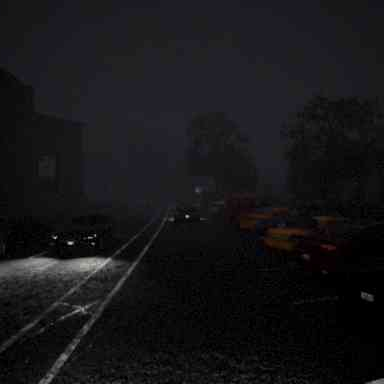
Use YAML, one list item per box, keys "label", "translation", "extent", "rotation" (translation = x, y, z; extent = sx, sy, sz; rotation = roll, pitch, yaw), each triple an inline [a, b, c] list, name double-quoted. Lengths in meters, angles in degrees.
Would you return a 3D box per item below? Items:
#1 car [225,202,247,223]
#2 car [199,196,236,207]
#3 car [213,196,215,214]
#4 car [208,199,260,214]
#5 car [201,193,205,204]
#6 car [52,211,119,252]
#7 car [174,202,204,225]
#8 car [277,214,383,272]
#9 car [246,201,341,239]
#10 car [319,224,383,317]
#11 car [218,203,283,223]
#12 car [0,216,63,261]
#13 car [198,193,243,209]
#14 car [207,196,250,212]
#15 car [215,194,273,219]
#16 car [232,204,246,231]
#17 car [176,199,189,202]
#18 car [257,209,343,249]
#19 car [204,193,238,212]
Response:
- label: "car"
  translation: [5.002, 1.628, 21.357]
  extent: [4.892, 1.521, 2.231]
  rotation: [1, 0, -22]
- label: "car"
  translation: [3.708, 1.335, 48.091]
  extent: [4.892, 1.521, 2.231]
  rotation: [0, 1, -24]
- label: "car"
  translation: [4.648, 1.481, 30.265]
  extent: [4.553, 1.767, 2.185]
  rotation: [1, 0, -23]
- label: "car"
  translation: [4.569, 1.541, 36.305]
  extent: [5.366, 1.575, 1.946]
  rotation: [0, 1, -23]
- label: "car"
  translation: [4.058, 1.191, 42.135]
  extent: [5.566, 2.045, 2.435]
  rotation: [0, 1, -23]
- label: "car"
  translation: [-4.430, 1.612, 14.389]
  extent: [1.837, 1.490, 4.892]
  rotation: [0, 0, -1]
- label: "car"
  translation: [-0.406, 1.707, 25.680]
  extent: [1.994, 1.385, 4.181]
  rotation: [0, 0, -2]
- label: "car"
  translation: [5.245, 1.551, 9.478]
  extent: [5.008, 1.535, 2.097]
  rotation: [1, -1, -21]
- label: "car"
  translation: [5.176, 1.468, 15.424]
  extent: [4.553, 1.767, 2.185]
  rotation: [1, 0, -21]
- label: "car"
  translation: [5.296, 1.531, 6.500]
  extent: [5.008, 1.535, 2.097]
  rotation: [1, 0, -21]
- label: "car"
  translation: [4.818, 1.654, 27.320]
  extent: [4.792, 1.488, 2.163]
  rotation: [1, 0, -22]
- label: "car"
  translation: [-7.195, 1.647, 13.017]
  extent: [2.033, 1.411, 5.357]
  rotation: [0, 0, -1]
- label: "car"
  translation: [3.929, 1.137, 45.134]
  extent: [5.566, 2.045, 2.435]
  rotation: [0, 1, -24]
- label: "car"
  translation: [4.276, 1.370, 39.199]
  extent: [4.553, 1.767, 2.185]
  rotation: [0, 1, -23]
- label: "car"
  translation: [4.928, 1.379, 24.347]
  extent: [5.566, 2.045, 2.435]
  rotation: [1, 0, -22]
- label: "car"
  translation: [5.071, 1.613, 18.388]
  extent: [5.008, 1.535, 2.097]
  rotation: [1, -1, -22]
- label: "car"
  translation: [-1.150, 1.562, 41.592]
  extent: [1.895, 1.301, 4.718]
  rotation: [0, 1, -3]
- label: "car"
  translation: [5.378, 1.572, 12.515]
  extent: [5.366, 1.575, 1.946]
  rotation: [1, -1, -21]
- label: "car"
  translation: [4.522, 1.329, 33.231]
  extent: [5.566, 2.045, 2.435]
  rotation: [1, 1, -23]
